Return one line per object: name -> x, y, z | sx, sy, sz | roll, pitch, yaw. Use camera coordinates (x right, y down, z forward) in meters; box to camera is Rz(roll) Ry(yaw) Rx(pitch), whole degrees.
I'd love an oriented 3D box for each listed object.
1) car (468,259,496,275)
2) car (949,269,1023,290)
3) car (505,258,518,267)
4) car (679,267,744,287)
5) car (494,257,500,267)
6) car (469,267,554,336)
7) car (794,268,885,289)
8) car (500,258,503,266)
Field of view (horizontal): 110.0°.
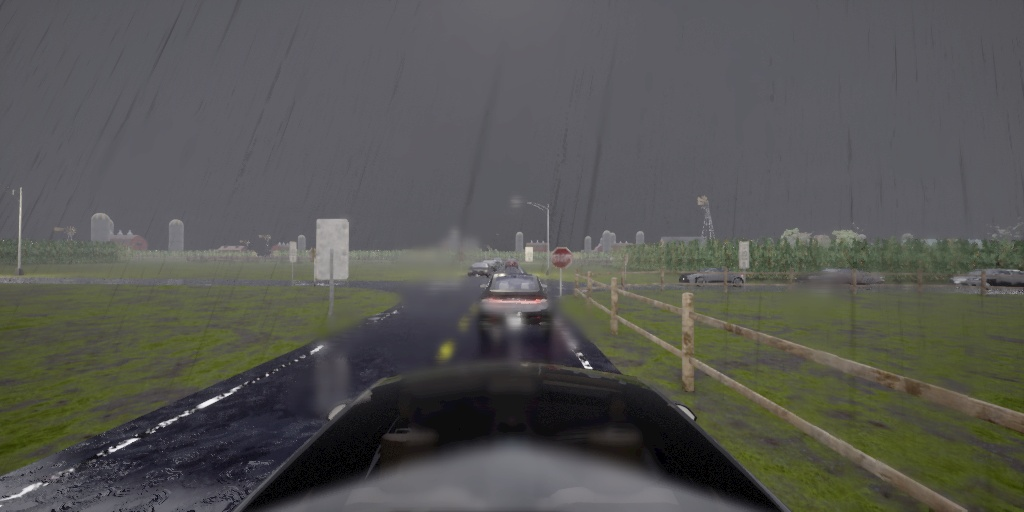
car -> -2.932, 1.291, 33.611 | 2.033, 1.411, 5.357 | 0, 0, 0
car -> 35.056, 1.690, 26.161 | 4.902, 1.511, 2.128 | 1, -1, 0
car -> -0.060, 1.067, 61.716 | 2.097, 1.767, 4.553 | 0, 0, 0
car -> 14.517, 1.516, 26.187 | 4.181, 1.385, 1.994 | 1, -1, 0
car -> -2.958, 1.211, 45.998 | 1.882, 1.535, 5.008 | 0, 0, 0
car -> 0.081, 1.243, 10.370 | 2.128, 1.511, 4.902 | 0, 0, 0
car -> 23.855, 1.610, 26.182 | 5.357, 1.411, 2.033 | 1, -1, -1
car -> -2.970, 1.284, 57.685 | 1.994, 1.385, 4.181 | 0, 0, 0
